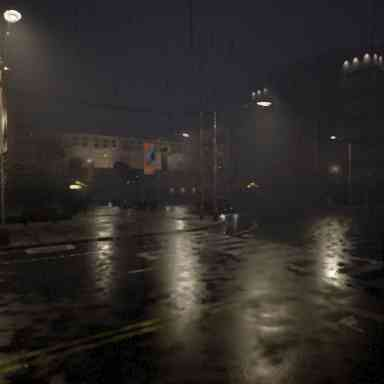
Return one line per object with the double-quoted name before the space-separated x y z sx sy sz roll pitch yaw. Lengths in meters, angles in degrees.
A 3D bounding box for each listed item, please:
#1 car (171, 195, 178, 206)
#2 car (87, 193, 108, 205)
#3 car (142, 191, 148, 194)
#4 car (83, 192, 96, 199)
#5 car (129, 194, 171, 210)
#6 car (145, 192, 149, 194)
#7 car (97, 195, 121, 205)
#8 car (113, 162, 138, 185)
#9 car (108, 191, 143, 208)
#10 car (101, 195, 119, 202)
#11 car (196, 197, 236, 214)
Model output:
"car" -3.837 1.231 47.388 1.837 1.490 4.892 -1 1 -35
"car" -14.799 1.280 51.860 2.231 1.521 4.892 -1 0 -25
"car" -11.825 0.838 76.685 2.435 2.045 5.566 -1 0 -35
"car" -19.451 0.981 63.896 2.150 2.045 5.566 -1 0 -34
"car" -4.843 1.279 37.833 2.097 1.535 5.008 -1 0 -35
"car" -7.540 1.204 70.656 1.895 1.301 4.718 -1 0 -35
"car" -13.989 1.256 55.865 2.128 1.511 4.902 -1 1 -36
"car" -9.590 -2.816 47.294 1.837 1.490 4.892 -38 50 -17
"car" -8.645 1.154 43.014 2.185 1.767 4.553 -1 0 -35
"car" -16.173 1.251 65.300 1.812 1.442 4.674 -1 0 -34
"car" 2.262 1.270 32.765 1.837 1.490 4.892 -1 1 -35
